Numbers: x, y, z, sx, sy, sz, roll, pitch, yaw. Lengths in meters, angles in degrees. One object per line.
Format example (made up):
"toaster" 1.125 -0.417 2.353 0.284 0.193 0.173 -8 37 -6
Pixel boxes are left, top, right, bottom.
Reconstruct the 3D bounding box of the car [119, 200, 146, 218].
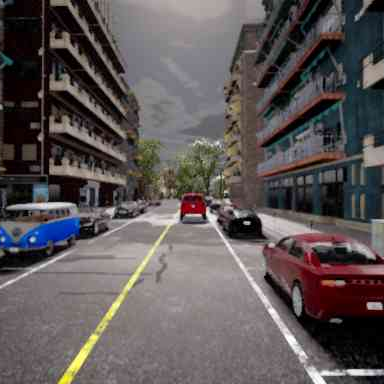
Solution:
"car" -5.672 1.501 29.432 2.008 1.369 4.403 1 0 0

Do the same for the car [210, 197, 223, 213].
"car" 2.677 1.492 34.961 2.008 1.369 4.403 1 0 0

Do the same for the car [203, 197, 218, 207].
"car" 2.852 1.464 51.675 2.008 1.369 4.403 1 0 0

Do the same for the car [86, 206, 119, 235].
"car" -5.675 1.520 18.289 2.008 1.369 4.403 1 0 0

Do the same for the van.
"van" -5.674 1.320 12.719 1.690 1.788 3.998 1 0 0

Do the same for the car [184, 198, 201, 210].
"car" 0.111 1.475 42.834 2.033 1.411 5.357 0 0 0

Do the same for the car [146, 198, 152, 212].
"car" -5.671 1.523 35.003 1.802 1.307 4.206 1 0 0

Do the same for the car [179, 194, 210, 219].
"car" 0.110 1.176 28.472 2.150 2.045 5.566 0 0 0

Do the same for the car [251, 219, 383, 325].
"car" 2.682 1.533 7.106 1.887 1.381 4.507 1 0 0

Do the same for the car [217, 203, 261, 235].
"car" 2.672 1.535 18.248 1.947 1.339 4.313 1 0 0

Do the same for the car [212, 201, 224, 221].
"car" 2.674 1.542 23.819 1.802 1.307 4.206 1 0 0

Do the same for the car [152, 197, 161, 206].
"car" -5.754 1.494 52.120 1.802 1.307 4.206 1 0 0

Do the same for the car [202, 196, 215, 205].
"car" 2.854 1.454 57.245 2.008 1.369 4.403 1 0 0
